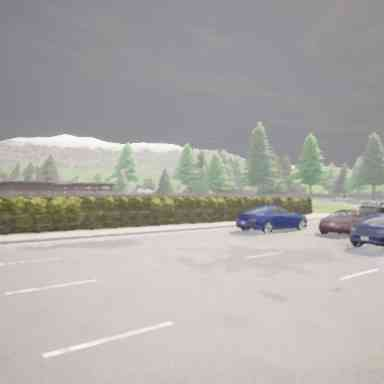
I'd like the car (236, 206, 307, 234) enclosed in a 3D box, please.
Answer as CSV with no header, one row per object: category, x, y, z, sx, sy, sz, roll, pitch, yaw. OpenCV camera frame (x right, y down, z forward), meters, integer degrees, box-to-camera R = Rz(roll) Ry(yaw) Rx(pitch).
car,4.883,1.597,20.126,5.008,1.535,1.882,1,0,-35

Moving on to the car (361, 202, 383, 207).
car,17.568,1.744,32.357,2.128,1.511,4.902,0,0,39

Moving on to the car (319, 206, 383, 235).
car,9.064,1.703,18.809,4.181,1.385,1.994,1,0,-35

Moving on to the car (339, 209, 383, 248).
car,8.504,1.641,14.125,4.674,1.442,1.812,1,0,-36
